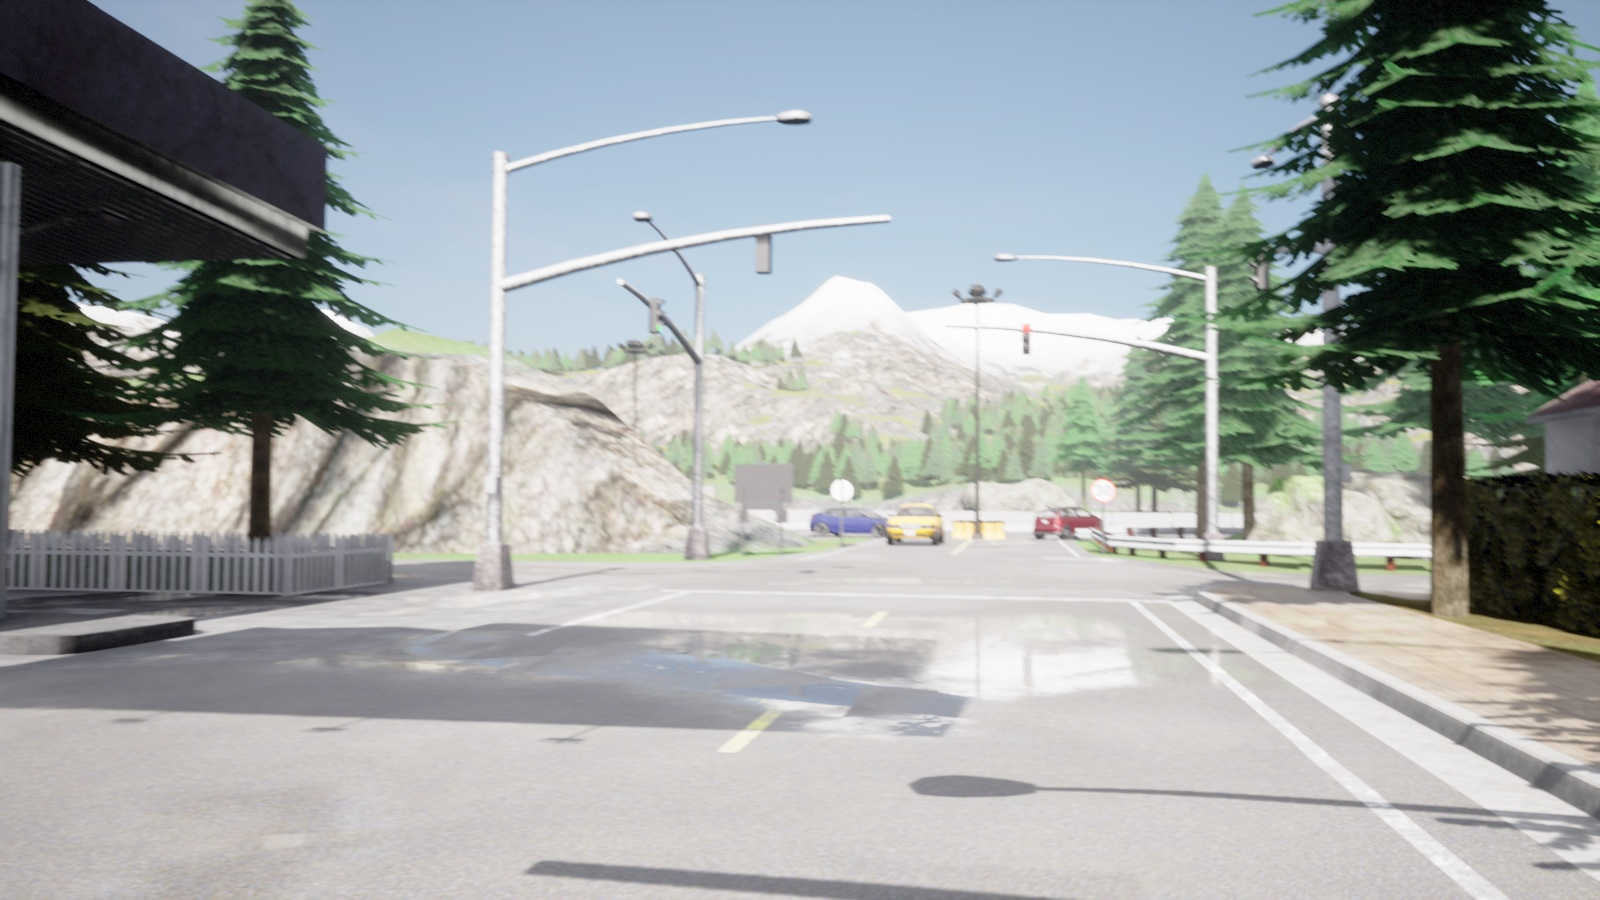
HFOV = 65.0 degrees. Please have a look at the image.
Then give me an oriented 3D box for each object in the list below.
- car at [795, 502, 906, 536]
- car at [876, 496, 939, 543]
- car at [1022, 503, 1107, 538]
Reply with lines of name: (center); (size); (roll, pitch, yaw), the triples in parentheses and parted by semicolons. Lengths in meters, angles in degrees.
car: (2.403, 3.268, 59.860); (4.792, 1.488, 2.163); (-1, -3, 29)
car: (3.930, 2.455, 45.238); (1.801, 1.575, 5.366); (0, -2, 10)
car: (12.204, 3.251, 57.928); (3.705, 1.549, 1.789); (2, -4, -37)
